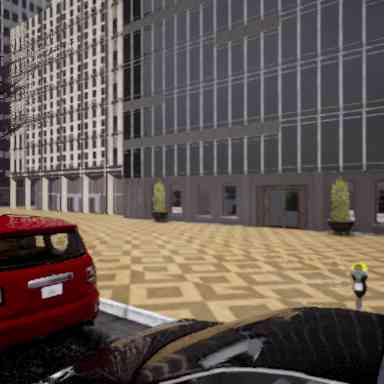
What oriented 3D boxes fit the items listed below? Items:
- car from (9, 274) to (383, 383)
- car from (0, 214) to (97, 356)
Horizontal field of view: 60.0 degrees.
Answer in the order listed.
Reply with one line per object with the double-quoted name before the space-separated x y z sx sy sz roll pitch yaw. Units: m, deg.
"car" 0.832 1.562 2.291 4.313 1.339 1.947 0 0 35
"car" -3.671 1.293 5.488 5.009 1.841 2.192 0 0 35
